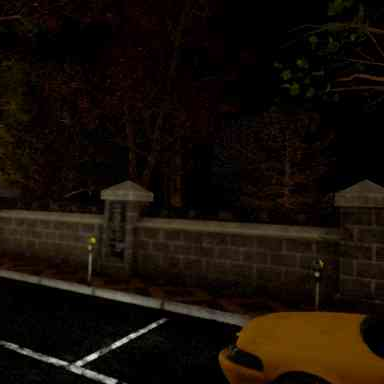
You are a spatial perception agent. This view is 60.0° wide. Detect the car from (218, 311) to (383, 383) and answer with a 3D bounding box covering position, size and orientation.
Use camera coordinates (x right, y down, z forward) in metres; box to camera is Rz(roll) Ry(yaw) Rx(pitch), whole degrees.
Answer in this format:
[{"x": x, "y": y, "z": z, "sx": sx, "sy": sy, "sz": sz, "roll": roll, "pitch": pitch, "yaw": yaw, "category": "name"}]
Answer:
[{"x": 2.929, "y": 1.758, "z": 3.232, "sx": 5.366, "sy": 1.575, "sz": 1.801, "roll": 1, "pitch": -3, "yaw": 28, "category": "car"}]
